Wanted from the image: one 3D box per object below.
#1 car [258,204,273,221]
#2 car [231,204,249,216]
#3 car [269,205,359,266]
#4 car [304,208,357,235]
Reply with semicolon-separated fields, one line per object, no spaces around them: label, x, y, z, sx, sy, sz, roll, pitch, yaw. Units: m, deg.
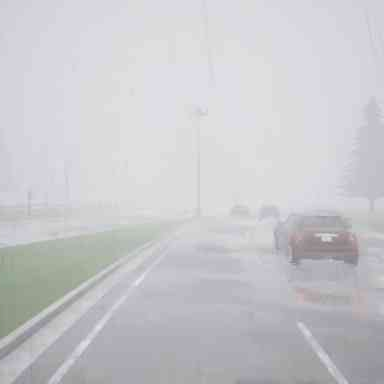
car;7.471;1.947;32.212;1.837;1.490;4.892;0;-1;13
car;5.902;2.116;40.735;1.994;1.385;4.181;0;-1;13
car;4.405;1.528;12.512;2.097;1.767;4.553;0;-1;5
car;9.091;1.862;22.354;2.033;1.411;5.357;0;-1;8
